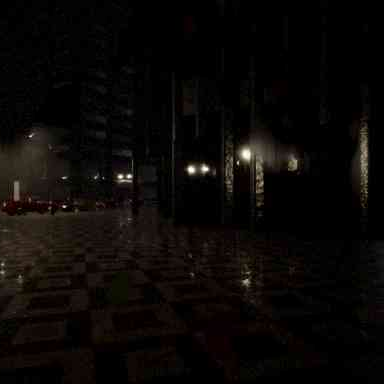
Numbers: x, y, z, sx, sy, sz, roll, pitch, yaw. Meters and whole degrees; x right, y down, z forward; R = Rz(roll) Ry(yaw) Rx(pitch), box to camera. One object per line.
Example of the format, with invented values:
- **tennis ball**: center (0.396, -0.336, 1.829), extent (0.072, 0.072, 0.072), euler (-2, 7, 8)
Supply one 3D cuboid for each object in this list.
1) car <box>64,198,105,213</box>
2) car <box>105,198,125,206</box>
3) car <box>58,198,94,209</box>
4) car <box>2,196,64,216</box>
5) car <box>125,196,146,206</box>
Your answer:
- **car**: center (-12.250, 1.569, 36.606), extent (1.947, 1.339, 4.313), euler (0, 0, 35)
- **car**: center (-12.828, 1.572, 50.753), extent (1.802, 1.307, 4.206), euler (0, 0, 35)
- **car**: center (-16.037, 1.538, 46.115), extent (1.887, 1.381, 4.507), euler (0, 0, 35)
- **car**: center (-15.460, 1.322, 31.967), extent (2.192, 1.841, 5.009), euler (0, 0, 35)
- **car**: center (-9.619, 1.427, 55.390), extent (1.967, 1.590, 4.097), euler (0, 0, 35)
